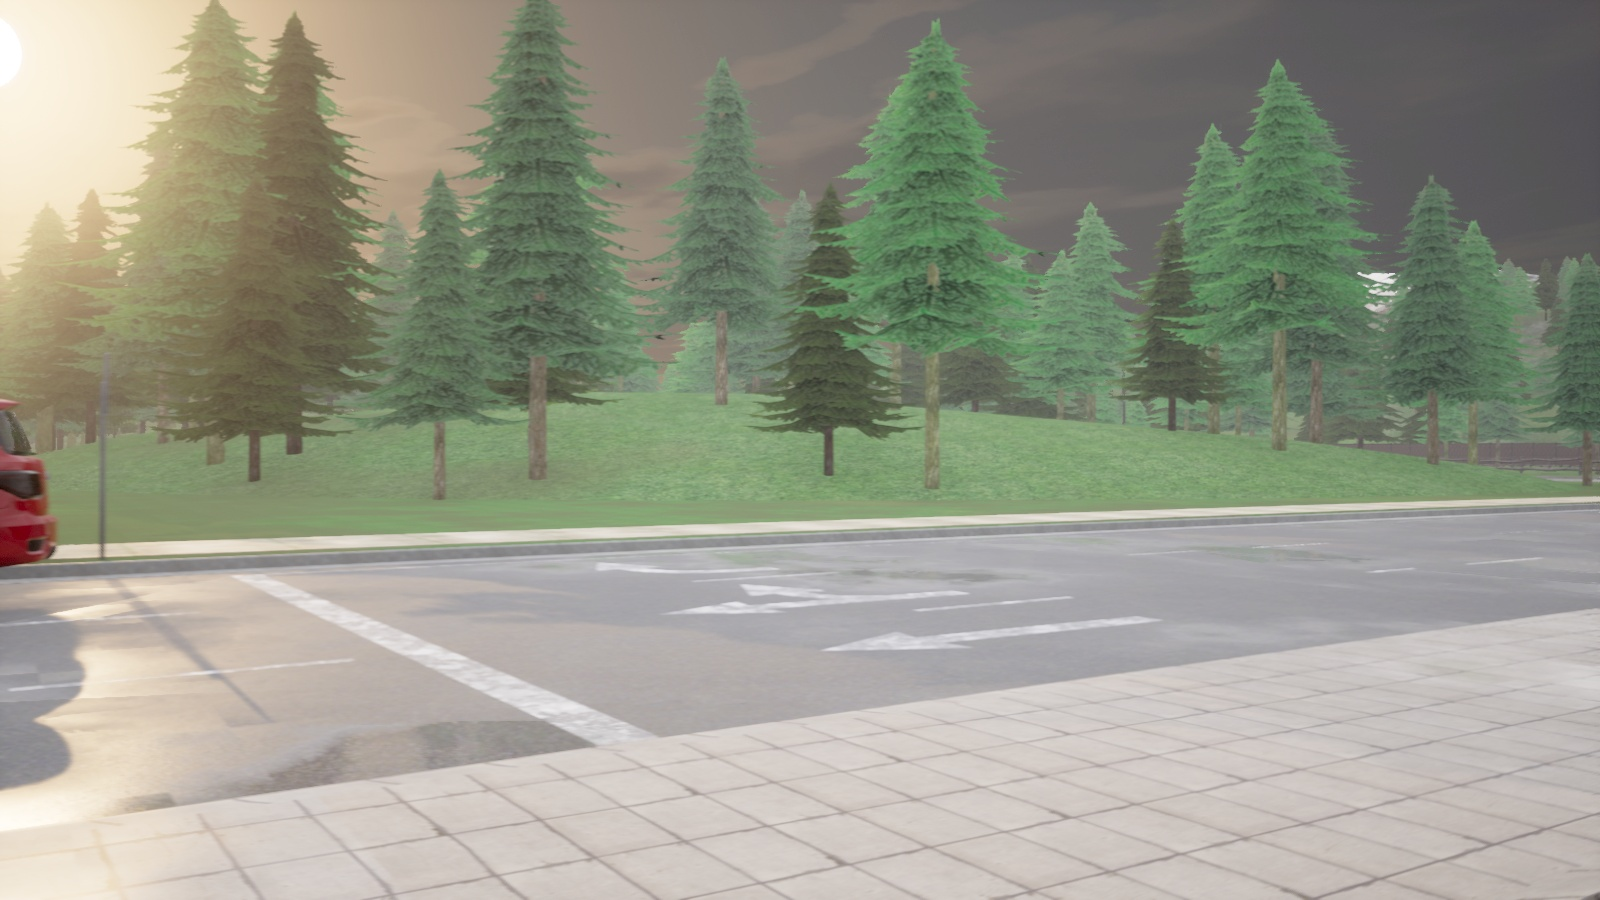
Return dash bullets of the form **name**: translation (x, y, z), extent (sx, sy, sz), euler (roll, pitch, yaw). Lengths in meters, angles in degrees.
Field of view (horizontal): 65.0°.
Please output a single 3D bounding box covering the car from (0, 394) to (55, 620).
- **car**: translation (-9.794, 0.508, 10.963), extent (5.566, 2.045, 2.150), euler (0, 0, -33)
